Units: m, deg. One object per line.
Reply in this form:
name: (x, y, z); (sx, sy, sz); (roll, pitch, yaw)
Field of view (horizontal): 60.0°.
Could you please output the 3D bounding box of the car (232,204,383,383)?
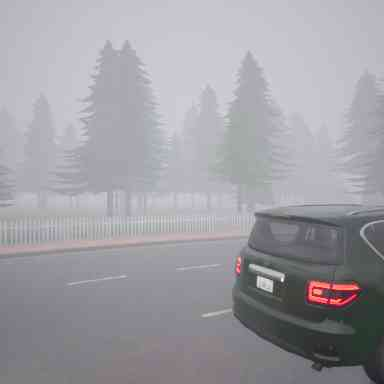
car: (3.276, 1.222, 5.331); (5.566, 2.045, 2.150); (0, 0, -27)
